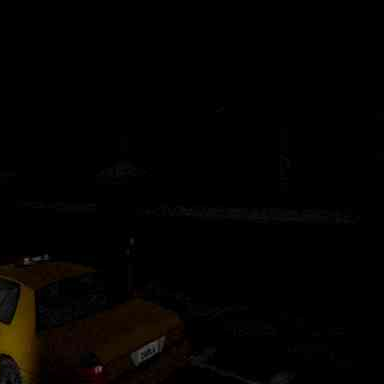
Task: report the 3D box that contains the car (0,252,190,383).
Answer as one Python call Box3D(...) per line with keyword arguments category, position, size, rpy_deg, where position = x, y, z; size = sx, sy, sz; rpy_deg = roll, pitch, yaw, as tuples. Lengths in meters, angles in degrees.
Box3D(category="car", position=(-2.304, 1.525, 4.601), size=(4.829, 1.417, 1.752), rpy_deg=(0, 0, 35))
